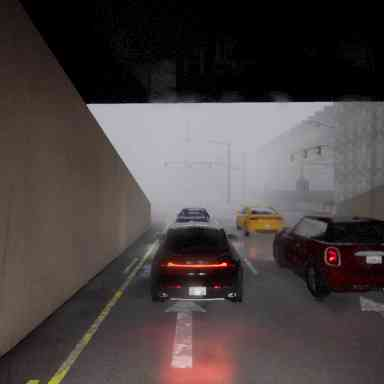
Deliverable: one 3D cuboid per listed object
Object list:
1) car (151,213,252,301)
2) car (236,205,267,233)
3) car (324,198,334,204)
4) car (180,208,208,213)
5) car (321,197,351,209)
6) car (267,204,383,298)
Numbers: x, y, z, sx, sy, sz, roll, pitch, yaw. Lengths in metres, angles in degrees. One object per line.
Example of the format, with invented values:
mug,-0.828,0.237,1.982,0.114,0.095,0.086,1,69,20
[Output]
car,0.106,1.505,8.304,1.837,1.490,4.892,0,0,0
car,3.633,1.478,18.429,1.882,1.535,5.008,0,0,0
car,17.616,1.453,40.596,4.974,1.542,2.038,0,0,-45
car,0.102,1.547,18.050,2.033,1.411,5.357,0,0,3
car,17.653,1.295,40.633,4.536,1.218,1.853,0,0,-45
car,3.596,1.352,8.669,2.097,1.767,4.553,0,0,0
